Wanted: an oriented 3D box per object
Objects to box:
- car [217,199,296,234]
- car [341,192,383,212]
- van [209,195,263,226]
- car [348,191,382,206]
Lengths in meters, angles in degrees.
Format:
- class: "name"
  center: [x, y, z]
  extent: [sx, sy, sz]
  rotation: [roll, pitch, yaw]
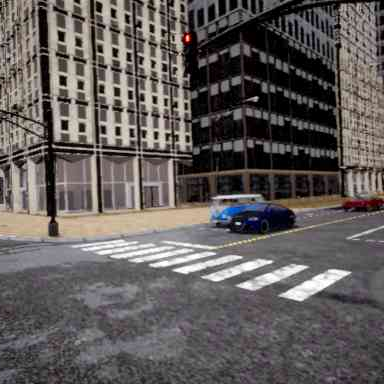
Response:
- class: "car"
  center: [3.604, 1.262, 17.183]
  extent: [4.181, 1.385, 1.994]
  rotation: [-2, 0, -44]
- class: "car"
  center: [14.145, 0.902, 27.551]
  extent: [4.718, 1.301, 1.895]
  rotation: [-2, 0, -44]
- class: "van"
  center: [2.759, 1.071, 19.998]
  extent: [3.998, 1.788, 1.690]
  rotation: [-2, 0, -45]
- class: "car"
  center: [18.469, 0.664, 35.444]
  extent: [4.829, 1.417, 1.752]
  rotation: [-2, 0, -45]
